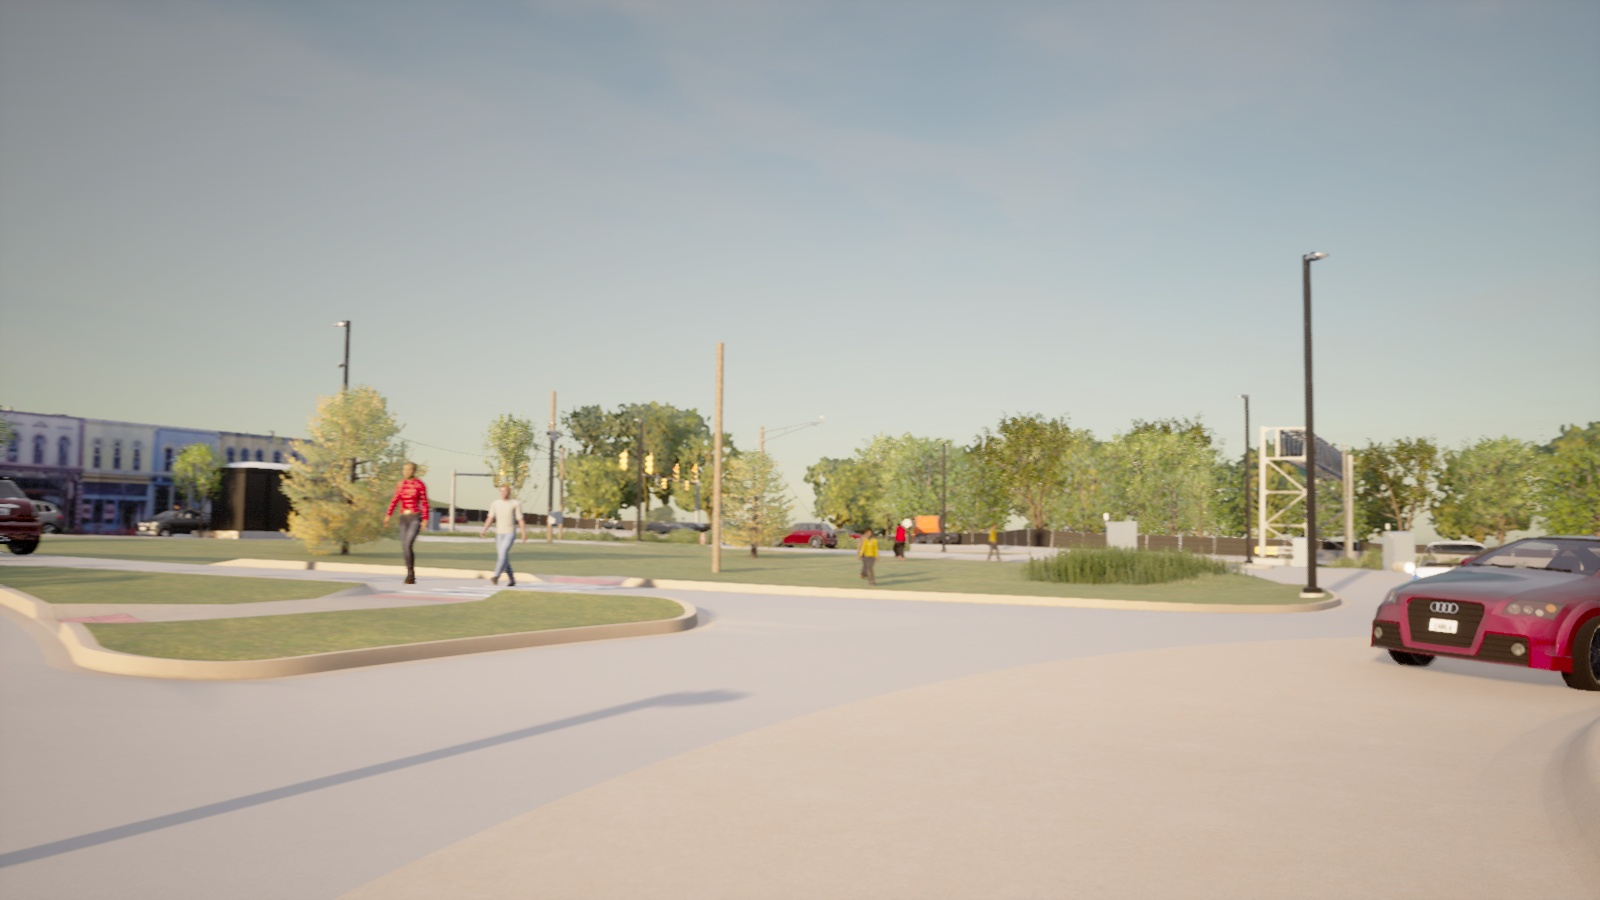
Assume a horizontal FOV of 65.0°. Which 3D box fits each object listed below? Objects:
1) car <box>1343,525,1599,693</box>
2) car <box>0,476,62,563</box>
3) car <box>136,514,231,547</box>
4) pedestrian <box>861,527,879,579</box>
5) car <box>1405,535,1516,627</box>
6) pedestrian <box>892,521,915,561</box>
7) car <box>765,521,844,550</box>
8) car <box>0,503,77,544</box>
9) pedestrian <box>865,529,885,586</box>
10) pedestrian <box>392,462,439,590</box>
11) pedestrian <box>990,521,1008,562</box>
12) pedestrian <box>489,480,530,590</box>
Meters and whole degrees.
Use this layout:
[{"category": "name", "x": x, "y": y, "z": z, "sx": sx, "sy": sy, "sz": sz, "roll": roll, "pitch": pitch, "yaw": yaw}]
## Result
[{"category": "car", "x": 7.725, "y": 1.497, "z": 12.539, "sx": 4.181, "sy": 1.385, "sz": 1.994, "roll": 3, "pitch": -3, "yaw": -26}, {"category": "car", "x": -18.252, "y": 1.415, "z": 26.537, "sx": 4.553, "sy": 1.767, "sz": 2.097, "roll": 1, "pitch": -4, "yaw": 21}, {"category": "car", "x": -29.800, "y": 3.918, "z": 60.776, "sx": 1.789, "sy": 1.549, "sz": 3.705, "roll": -2, "pitch": -5, "yaw": 29}, {"category": "pedestrian", "x": 2.460, "y": 3.617, "z": 44.227, "sx": 0.328, "sy": 1.805, "sz": 0.869, "roll": -2, "pitch": -5, "yaw": 26}, {"category": "car", "x": 10.715, "y": 2.096, "z": 20.340, "sx": 1.481, "sy": 1.376, "sz": 2.207, "roll": -2, "pitch": -6, "yaw": 29}, {"category": "pedestrian", "x": 4.859, "y": 4.257, "z": 58.938, "sx": 0.634, "sy": 1.844, "sz": 0.899, "roll": 4, "pitch": -6, "yaw": -42}, {"category": "car", "x": 0.265, "y": 5.462, "z": 80.431, "sx": 4.553, "sy": 1.767, "sz": 2.097, "roll": -1, "pitch": -4, "yaw": 28}, {"category": "car", "x": -33.812, "y": 3.143, "z": 53.525, "sx": 2.242, "sy": 1.667, "sz": 4.611, "roll": -2, "pitch": -5, "yaw": 29}, {"category": "pedestrian", "x": 2.446, "y": 3.497, "z": 40.896, "sx": 0.431, "sy": 1.840, "sz": 0.709, "roll": -2, "pitch": -5, "yaw": 26}, {"category": "pedestrian", "x": -5.626, "y": 1.116, "z": 18.404, "sx": 0.331, "sy": 1.846, "sz": 0.636, "roll": -1, "pitch": -4, "yaw": 12}, {"category": "pedestrian", "x": 9.207, "y": 4.228, "z": 58.024, "sx": 0.709, "sy": 1.840, "sz": 0.431, "roll": -3, "pitch": -6, "yaw": 39}, {"category": "pedestrian", "x": -4.926, "y": 1.441, "z": 21.314, "sx": 0.354, "sy": 1.836, "sz": 0.706, "roll": -1, "pitch": -4, "yaw": 13}]
